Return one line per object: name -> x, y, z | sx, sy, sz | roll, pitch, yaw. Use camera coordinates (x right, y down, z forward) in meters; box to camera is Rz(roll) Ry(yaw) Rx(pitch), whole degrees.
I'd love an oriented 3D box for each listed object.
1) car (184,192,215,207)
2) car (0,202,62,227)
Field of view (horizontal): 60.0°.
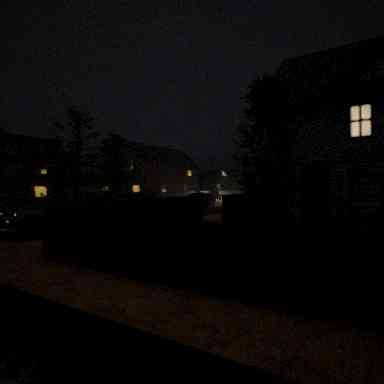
car -> 0.427, 0.787, 32.966 | 1.837, 1.490, 4.892 | 0, 1, 36
car -> -8.854, 1.265, 20.057 | 1.895, 1.301, 4.718 | 0, 1, 36
